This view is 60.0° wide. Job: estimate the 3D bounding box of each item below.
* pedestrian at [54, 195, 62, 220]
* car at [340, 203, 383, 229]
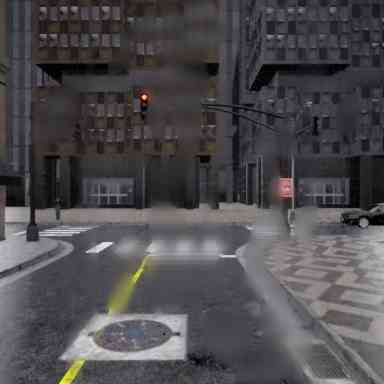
[{"bbox_3d":[-9.824,1.153,24.365,0.375,1.860,0.375,0,0,1],"label":"pedestrian"},{"bbox_3d":[12.048,1.458,21.073,5.008,1.535,1.882,0,0,1],"label":"car"}]
